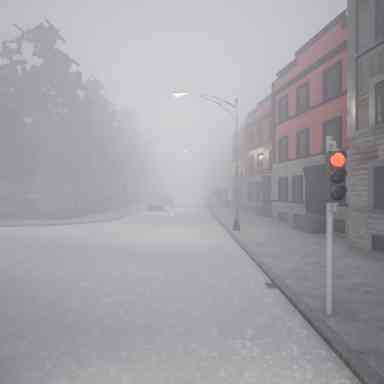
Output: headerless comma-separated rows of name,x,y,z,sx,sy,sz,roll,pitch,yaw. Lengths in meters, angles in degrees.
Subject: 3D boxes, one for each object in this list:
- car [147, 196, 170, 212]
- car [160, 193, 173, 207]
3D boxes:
car,-4.121,1.547,39.391,2.033,1.411,5.357,0,0,0
car,-4.122,1.222,52.329,2.150,2.045,5.566,0,0,0
